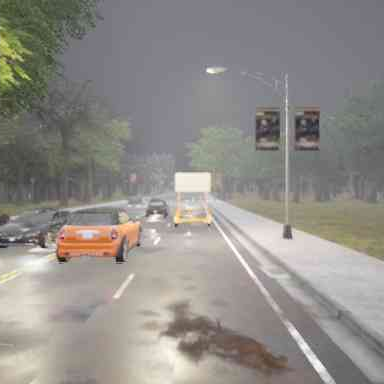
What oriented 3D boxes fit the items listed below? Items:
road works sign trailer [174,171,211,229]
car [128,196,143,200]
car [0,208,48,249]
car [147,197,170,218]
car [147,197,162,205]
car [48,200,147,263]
[{"bbox_3d":[0.049,0.445,21.490,2.380,3.560,2.880,0,0,0],"label":"road works sign trailer"},{"bbox_3d":[-9.483,1.394,55.909,1.837,1.490,4.892,0,0,1],"label":"car"},{"bbox_3d":[-6.573,1.495,14.584,1.837,1.490,4.892,0,0,0],"label":"car"},{"bbox_3d":[-3.049,1.490,30.160,1.812,1.442,4.674,0,0,0],"label":"car"},{"bbox_3d":[-6.234,1.490,55.906,1.895,1.301,4.718,0,0,1],"label":"car"},{"bbox_3d":[-3.129,1.345,12.114,2.097,1.767,4.553,0,0,0],"label":"car"}]
